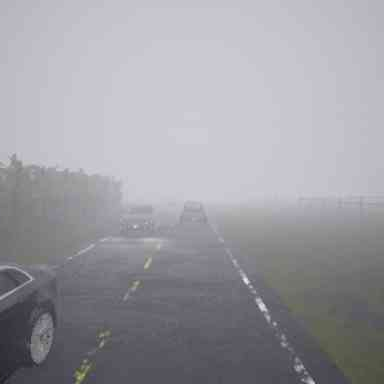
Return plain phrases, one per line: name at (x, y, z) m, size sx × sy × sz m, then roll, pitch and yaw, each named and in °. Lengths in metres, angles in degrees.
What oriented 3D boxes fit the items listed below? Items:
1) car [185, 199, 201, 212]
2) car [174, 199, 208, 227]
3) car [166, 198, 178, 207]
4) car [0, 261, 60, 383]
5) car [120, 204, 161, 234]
car at (0.100, 1.583, 39.990) m, size 1.895 × 1.301 × 4.718 m, roll 0°, pitch 0°, yaw 0°
car at (0.100, 1.483, 22.834) m, size 2.128 × 1.511 × 4.902 m, roll 0°, pitch 0°, yaw 0°
car at (-2.831, 1.525, 49.585) m, size 2.033 × 1.411 × 5.357 m, roll 0°, pitch 0°, yaw 0°
car at (-2.843, 1.491, 2.945) m, size 2.128 × 1.511 × 4.902 m, roll 0°, pitch 0°, yaw 0°
car at (-2.848, 1.497, 19.130) m, size 1.837 × 1.490 × 4.892 m, roll 0°, pitch 0°, yaw 0°
